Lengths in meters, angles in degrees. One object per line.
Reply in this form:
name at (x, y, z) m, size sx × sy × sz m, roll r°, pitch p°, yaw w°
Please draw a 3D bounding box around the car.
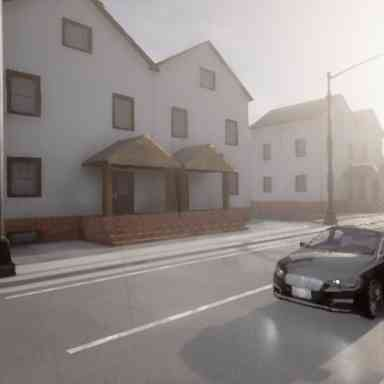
car at (3.767, 1.524, 7.567) m, size 4.902 × 1.511 × 2.128 m, roll 0°, pitch -1°, yaw -42°
